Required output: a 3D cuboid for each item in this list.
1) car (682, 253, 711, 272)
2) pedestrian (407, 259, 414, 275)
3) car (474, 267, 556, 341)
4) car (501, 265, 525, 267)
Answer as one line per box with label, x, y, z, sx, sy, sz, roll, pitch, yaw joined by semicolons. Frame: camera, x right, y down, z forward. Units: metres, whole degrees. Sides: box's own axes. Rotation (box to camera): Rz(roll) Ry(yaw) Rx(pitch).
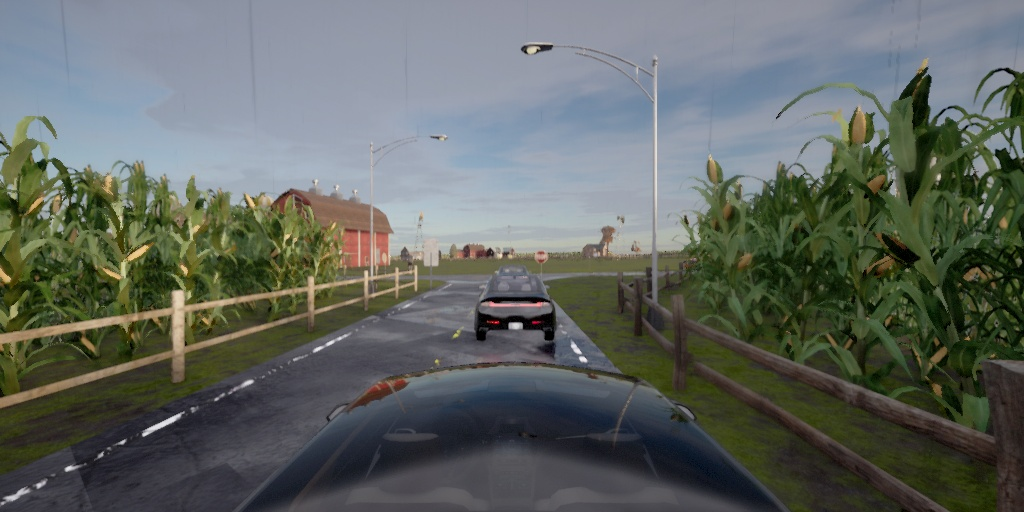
car;20.569;0.558;37.511;5.566;2.045;2.150;-1;0;-6
pedestrian;-11.293;1.182;39.872;0.375;1.860;0.375;0;0;4
car;0.075;1.230;9.822;2.128;1.511;4.902;0;0;0
car;0.055;1.217;19.176;2.128;1.511;4.902;0;0;0
